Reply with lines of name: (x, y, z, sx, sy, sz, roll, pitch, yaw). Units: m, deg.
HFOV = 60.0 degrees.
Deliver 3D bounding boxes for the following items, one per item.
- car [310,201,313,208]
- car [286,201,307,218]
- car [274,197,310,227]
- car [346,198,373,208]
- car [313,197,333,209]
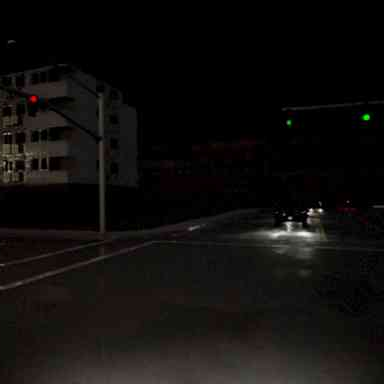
car: (14.118, 1.617, 43.105, 2.097, 1.767, 4.553, -1, -1, 22)
car: (10.697, 1.745, 33.838, 1.812, 1.442, 4.674, -1, -1, 20)
car: (7.434, 1.395, 24.772, 2.150, 2.045, 5.566, -1, -1, 19)
car: (26.032, 1.677, 51.620, 4.902, 1.511, 2.128, 0, -1, -31)
car: (19.974, 1.620, 51.431, 4.553, 1.767, 2.097, 0, -1, -43)
